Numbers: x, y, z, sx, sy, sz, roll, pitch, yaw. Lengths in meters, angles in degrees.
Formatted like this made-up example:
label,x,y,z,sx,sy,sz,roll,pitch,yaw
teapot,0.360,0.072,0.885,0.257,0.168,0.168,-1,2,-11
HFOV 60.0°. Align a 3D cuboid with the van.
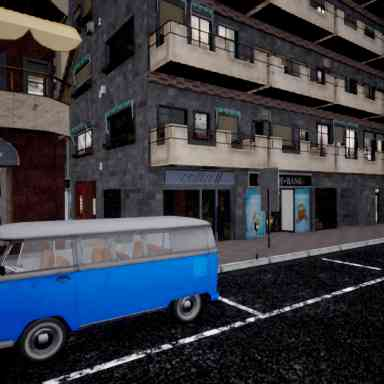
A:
label,x,y,z,sx,sy,sz,roll,pitch,yaw
van,-1.423,1.341,5.554,3.998,1.788,1.690,0,0,-35
